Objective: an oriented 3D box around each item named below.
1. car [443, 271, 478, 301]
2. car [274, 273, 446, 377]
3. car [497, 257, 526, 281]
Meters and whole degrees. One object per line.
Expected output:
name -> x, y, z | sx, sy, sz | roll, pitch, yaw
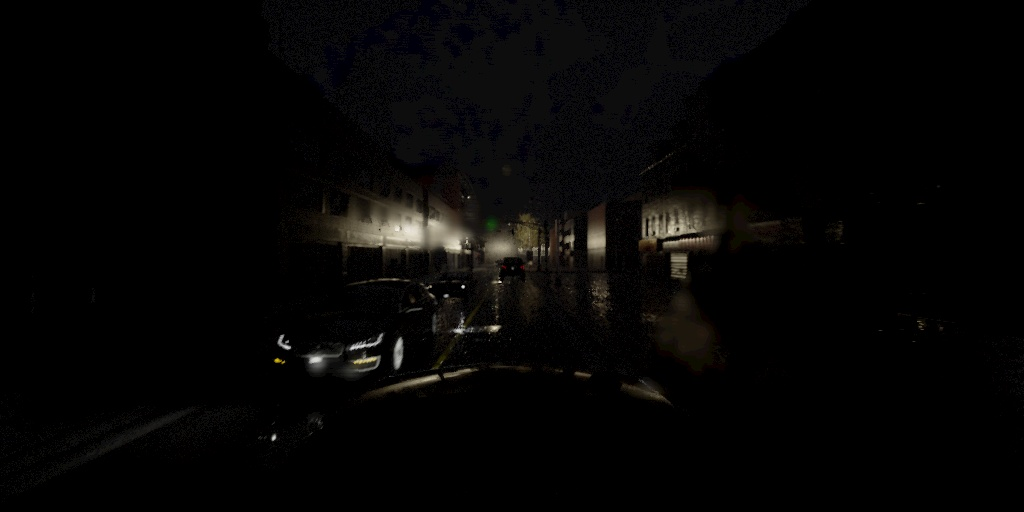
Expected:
car -> -2.855, 1.443, 17.870 | 1.895, 1.301, 4.718 | 0, 0, 0
car -> -2.852, 1.289, 7.668 | 1.837, 1.490, 4.892 | 0, 0, 0
car -> 0.061, 1.153, 32.868 | 2.150, 2.045, 5.566 | 0, 0, 0
